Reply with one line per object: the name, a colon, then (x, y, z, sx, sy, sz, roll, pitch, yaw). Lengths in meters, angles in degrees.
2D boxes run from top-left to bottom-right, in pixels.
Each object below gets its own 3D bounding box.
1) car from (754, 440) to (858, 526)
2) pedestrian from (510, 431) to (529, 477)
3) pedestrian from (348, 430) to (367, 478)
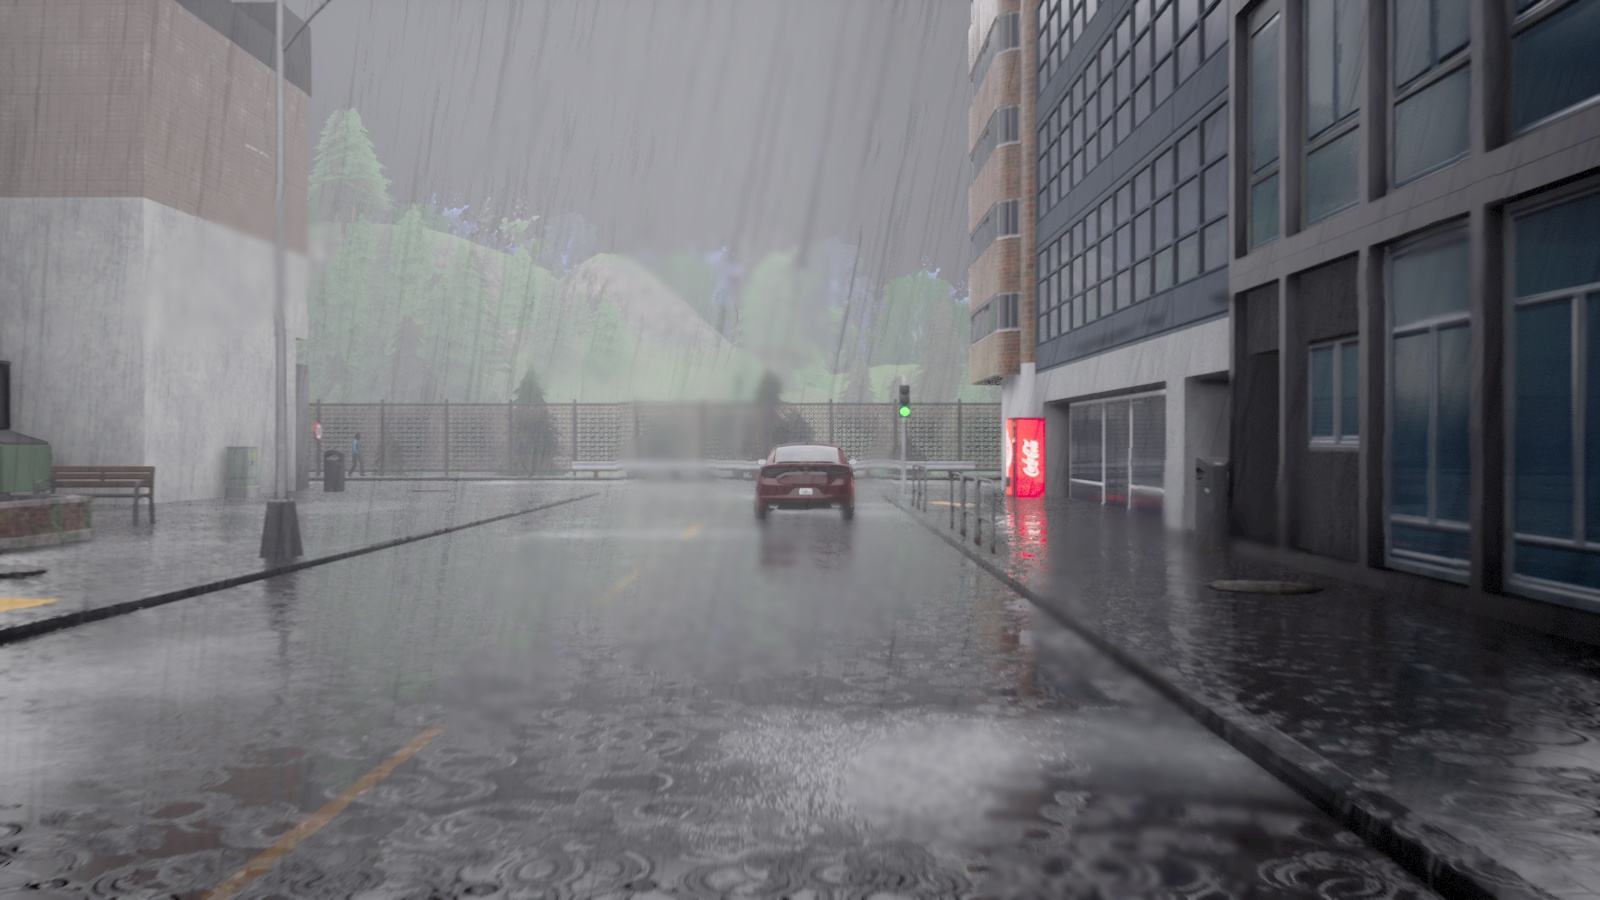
car: (0.149, 0.581, 25.348, 1.882, 1.535, 5.008, 0, 1, 1)
pedestrian: (-11.330, 0.161, 50.774, 0.726, 1.842, 0.402, 0, 0, -11)
pedestrian: (-17.993, 0.154, 51.080, 0.692, 1.930, 0.396, 0, 0, 32)
